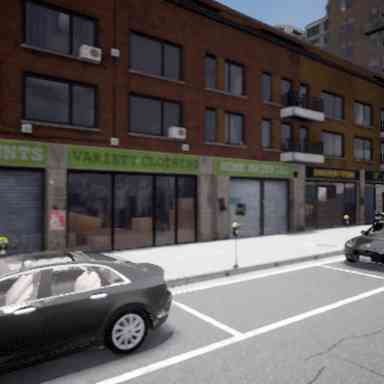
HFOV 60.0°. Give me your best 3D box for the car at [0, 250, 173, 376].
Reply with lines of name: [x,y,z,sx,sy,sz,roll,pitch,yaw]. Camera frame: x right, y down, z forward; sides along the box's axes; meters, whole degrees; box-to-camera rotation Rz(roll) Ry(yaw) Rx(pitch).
car: [-2.350,1.554,4.512,4.403,1.369,2.008,0,0,-36]

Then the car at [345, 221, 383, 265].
car: [6.900,1.627,11.112,4.313,1.339,1.947,0,0,-36]
